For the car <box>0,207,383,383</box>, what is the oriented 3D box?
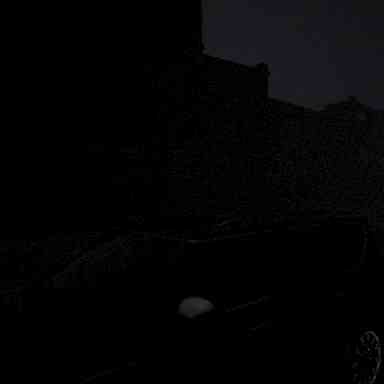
[{"bbox_3d":[0.012,1.228,3.459,5.566,2.045,2.150,0,0,-37],"label":"car"}]
